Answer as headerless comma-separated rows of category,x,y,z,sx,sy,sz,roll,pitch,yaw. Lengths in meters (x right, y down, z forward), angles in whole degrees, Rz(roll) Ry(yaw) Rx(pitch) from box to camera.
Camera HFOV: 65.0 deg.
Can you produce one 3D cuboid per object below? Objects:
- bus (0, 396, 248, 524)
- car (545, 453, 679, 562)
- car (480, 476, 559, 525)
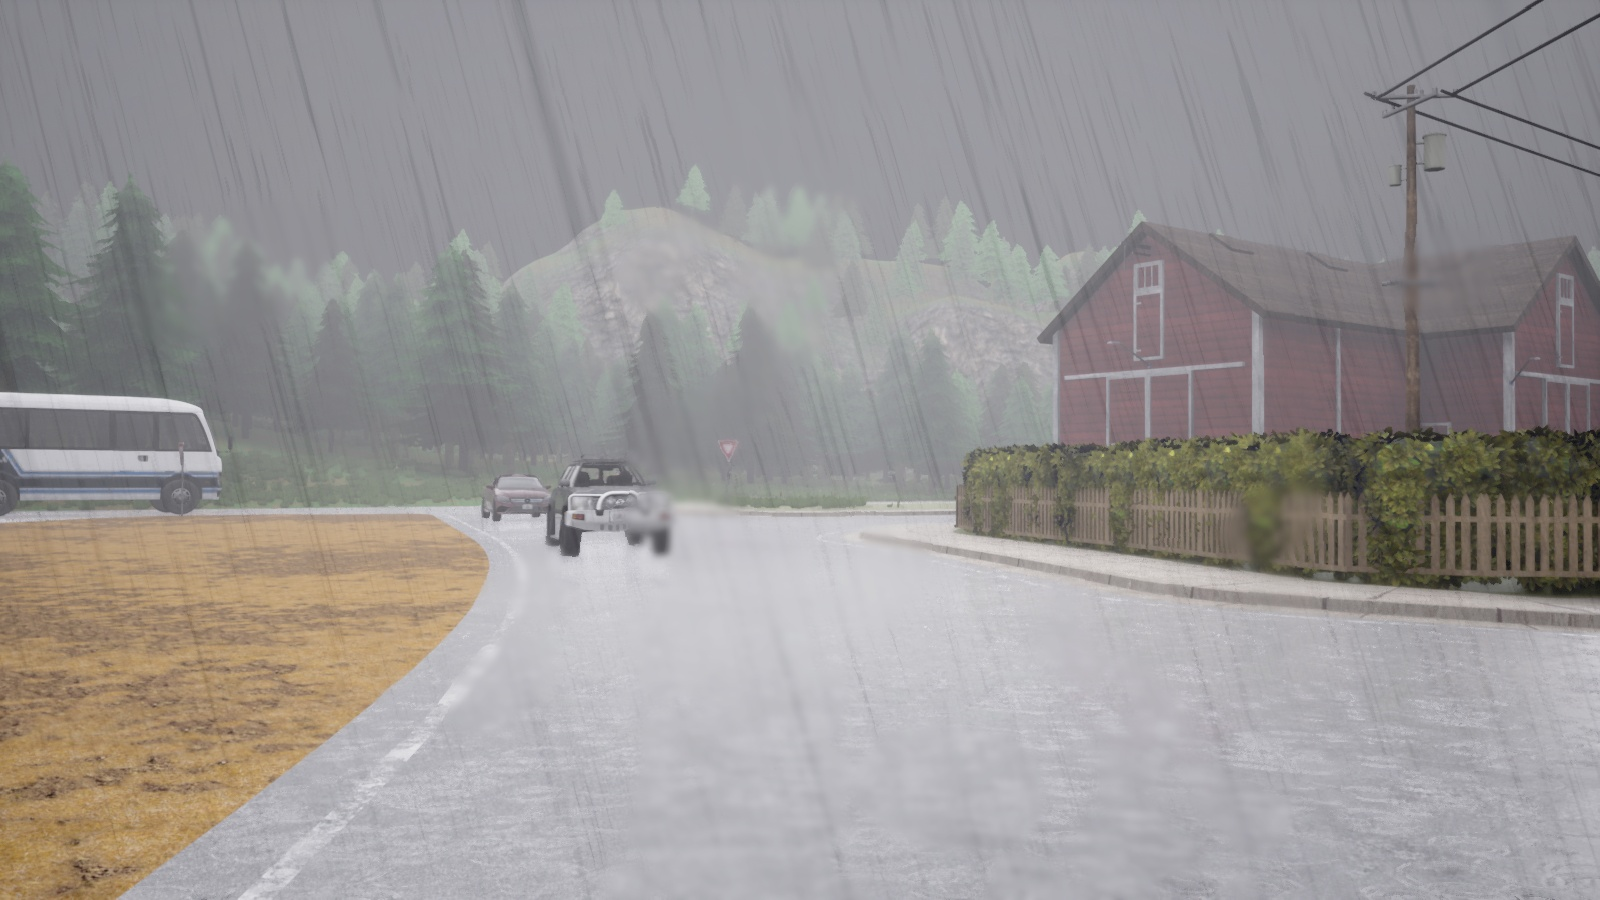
bus,-25.591,0.379,44.708,10.273,4.253,3.944,1,-1,-36
car,-3.691,1.054,23.959,1.932,1.855,4.605,0,-2,-16
car,-8.860,1.536,39.391,1.812,1.442,4.674,0,-1,-20
